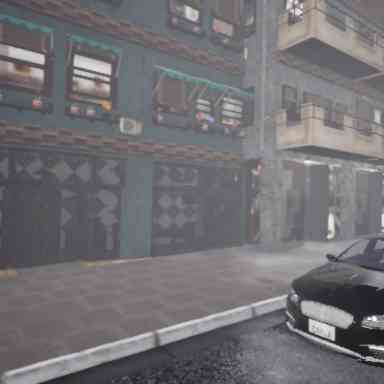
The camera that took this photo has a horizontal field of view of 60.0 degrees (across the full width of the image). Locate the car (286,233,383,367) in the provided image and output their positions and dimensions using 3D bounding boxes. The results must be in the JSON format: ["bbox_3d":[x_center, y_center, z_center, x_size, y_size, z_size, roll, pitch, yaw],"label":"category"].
[{"bbox_3d":[3.649,1.495,5.676,4.902,1.511,2.128,0,0,-36],"label":"car"}]
